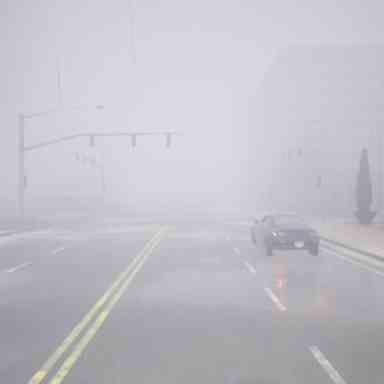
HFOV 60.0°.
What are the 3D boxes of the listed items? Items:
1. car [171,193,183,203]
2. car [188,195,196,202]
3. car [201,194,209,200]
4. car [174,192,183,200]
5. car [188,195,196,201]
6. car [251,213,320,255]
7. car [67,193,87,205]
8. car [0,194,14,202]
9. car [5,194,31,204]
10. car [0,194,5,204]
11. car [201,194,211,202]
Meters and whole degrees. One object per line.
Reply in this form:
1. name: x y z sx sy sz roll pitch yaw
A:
1. car: -3.469 1.650 72.184 1.882 1.535 5.008 0 0 0
2. car: 0.036 1.723 84.265 1.812 1.442 4.674 0 0 0
3. car: 3.540 1.435 93.210 2.097 1.767 4.553 0 0 0
4. car: -3.462 1.145 87.805 2.150 2.045 5.566 0 0 0
5. car: 0.040 1.605 93.241 2.128 1.511 4.902 0 0 0
6. car: 3.557 1.557 13.260 1.812 1.442 4.674 0 0 1
7. car: -26.677 1.580 77.237 1.970 1.475 3.806 0 0 0
8. car: -43.574 1.337 77.214 1.932 1.855 4.605 0 0 0
9. car: -32.505 1.544 62.158 1.970 1.475 3.806 0 0 0
10. car: -35.400 1.512 62.170 1.784 1.438 3.905 0 0 0
11. car: 3.536 1.424 83.694 2.150 2.045 5.566 0 0 0
